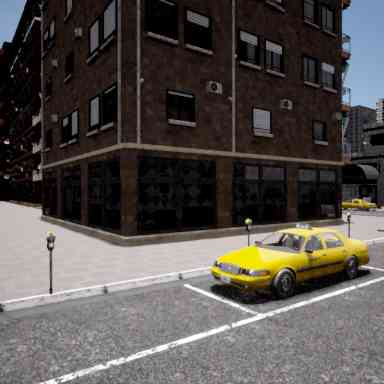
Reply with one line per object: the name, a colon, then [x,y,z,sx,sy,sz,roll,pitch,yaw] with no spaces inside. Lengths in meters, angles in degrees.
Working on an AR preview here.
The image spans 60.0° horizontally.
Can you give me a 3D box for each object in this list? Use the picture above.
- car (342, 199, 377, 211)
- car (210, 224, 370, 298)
car: [19.322,1.469,39.712,1.752,1.417,4.829,0,0,-35]
car: [2.671,1.525,8.478,4.829,1.417,1.752,0,0,-36]
